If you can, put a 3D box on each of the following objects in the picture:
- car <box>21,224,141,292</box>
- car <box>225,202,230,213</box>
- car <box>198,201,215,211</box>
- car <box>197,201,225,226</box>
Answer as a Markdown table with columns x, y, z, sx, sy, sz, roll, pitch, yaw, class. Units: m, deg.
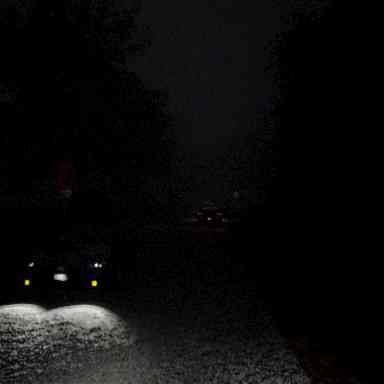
| x | y | z | sx | sy | sz | roll | pitch | yaw | class |
| --- | --- | --- | --- | --- | --- | --- | --- | --- | --- |
| -2.625 | 1.564 | 8.819 | 1.994 | 1.385 | 4.181 | 0 | 0 | 2 | car |
| 3.802 | 1.942 | 42.806 | 2.033 | 1.411 | 5.357 | 0 | -1 | 10 | car |
| 2.200 | 2.033 | 50.164 | 1.812 | 1.442 | 4.674 | 1 | -1 | 11 | car |
| 1.376 | 1.639 | 24.660 | 1.812 | 1.442 | 4.674 | 0 | 0 | 5 | car |
